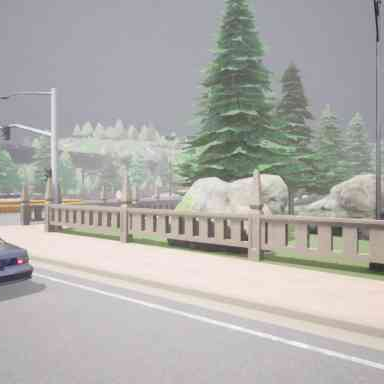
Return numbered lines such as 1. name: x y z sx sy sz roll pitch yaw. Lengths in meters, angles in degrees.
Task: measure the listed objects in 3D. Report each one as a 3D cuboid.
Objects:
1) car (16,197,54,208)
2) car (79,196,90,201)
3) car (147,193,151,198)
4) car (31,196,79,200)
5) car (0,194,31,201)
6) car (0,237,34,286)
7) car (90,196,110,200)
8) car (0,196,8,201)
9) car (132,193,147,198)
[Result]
1. car: -23.398 1.505 49.816 1.837 1.490 4.892 0 0 36
2. car: -18.508 1.352 50.625 2.097 1.767 4.553 0 0 35
3. car: -9.782 1.021 62.785 2.097 1.767 4.553 0 3 36
4. car: -18.370 1.478 44.823 1.882 1.535 5.008 0 0 36
5. car: -24.176 1.221 42.748 2.150 2.045 5.566 0 0 36
6. car: -6.105 1.547 8.317 5.357 1.411 2.033 0 0 36
7. car: -16.752 1.419 59.079 2.128 1.511 4.902 0 1 36
8. car: -23.925 1.491 37.113 2.128 1.511 4.902 0 0 36
9. car: -10.328 1.246 56.032 2.097 1.767 4.553 0 2 36
